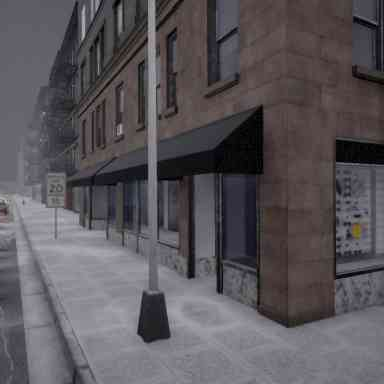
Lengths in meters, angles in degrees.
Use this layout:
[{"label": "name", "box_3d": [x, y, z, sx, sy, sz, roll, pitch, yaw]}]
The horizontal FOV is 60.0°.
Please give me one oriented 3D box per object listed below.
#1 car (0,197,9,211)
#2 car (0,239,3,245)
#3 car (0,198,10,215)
[{"label": "car", "box_3d": [-24.409, 1.468, 42.406, 1.882, 1.535, 5.008, 0, 0, -28]}, {"label": "car", "box_3d": [-5.137, 1.507, 6.961, 1.837, 1.490, 4.892, 0, 0, -29]}, {"label": "car", "box_3d": [-19.388, 1.488, 33.265, 2.128, 1.511, 4.902, 0, 0, -28]}]
